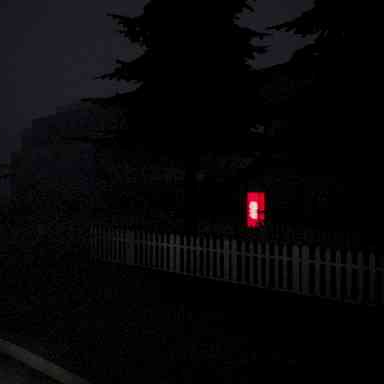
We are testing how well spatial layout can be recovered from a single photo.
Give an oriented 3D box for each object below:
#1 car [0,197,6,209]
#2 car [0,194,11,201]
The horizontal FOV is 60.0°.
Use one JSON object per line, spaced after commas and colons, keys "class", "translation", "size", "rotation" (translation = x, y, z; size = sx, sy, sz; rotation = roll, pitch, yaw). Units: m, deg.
{"class": "car", "translation": [-24.045, 1.586, 37.220], "size": [1.895, 1.301, 4.718], "rotation": [0, 0, 36]}
{"class": "car", "translation": [-41.628, 1.298, 74.856], "size": [4.514, 1.523, 2.007], "rotation": [0, 0, 34]}
